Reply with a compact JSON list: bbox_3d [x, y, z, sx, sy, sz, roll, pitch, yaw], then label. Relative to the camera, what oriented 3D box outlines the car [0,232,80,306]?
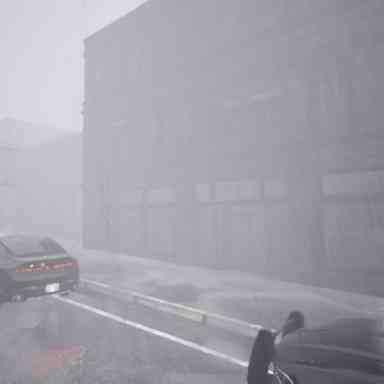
[{"bbox_3d":[-4.809,1.786,8.503,4.892,1.490,1.837,-1,-3,39],"label":"car"}]

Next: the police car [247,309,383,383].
[{"bbox_3d":[2.902,1.584,2.297,5.238,1.638,1.930,-1,-3,39],"label":"police car"}]
